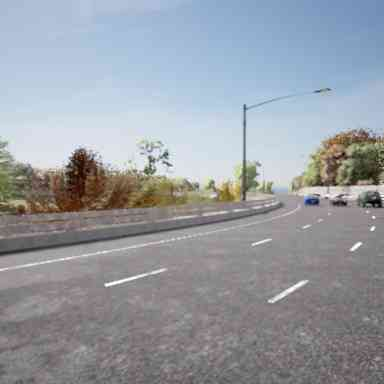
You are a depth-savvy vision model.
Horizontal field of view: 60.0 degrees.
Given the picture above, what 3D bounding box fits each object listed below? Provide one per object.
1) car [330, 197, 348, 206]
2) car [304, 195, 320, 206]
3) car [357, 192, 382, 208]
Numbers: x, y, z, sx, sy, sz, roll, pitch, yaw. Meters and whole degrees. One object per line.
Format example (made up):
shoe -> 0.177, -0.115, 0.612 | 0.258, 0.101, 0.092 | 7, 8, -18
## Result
car -> 20.860, 1.303, 47.493 | 1.895, 1.301, 4.718 | 0, 0, 16
car -> 17.627, 1.165, 49.011 | 1.882, 1.535, 5.008 | 0, 0, 15
car -> 23.546, 0.949, 44.215 | 2.150, 2.045, 5.566 | 0, 0, 17
